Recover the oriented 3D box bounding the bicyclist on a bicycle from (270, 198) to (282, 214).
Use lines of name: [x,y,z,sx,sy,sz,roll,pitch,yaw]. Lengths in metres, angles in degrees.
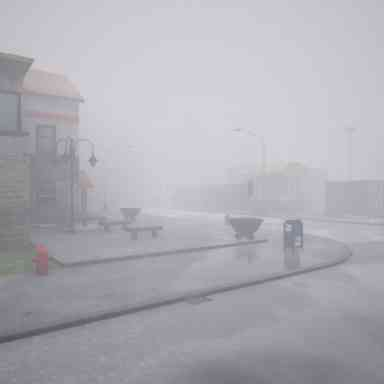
bicyclist on a bicycle: [8.091,1.349,32.036,1.656,1.620,0.582,0,0,-35]
